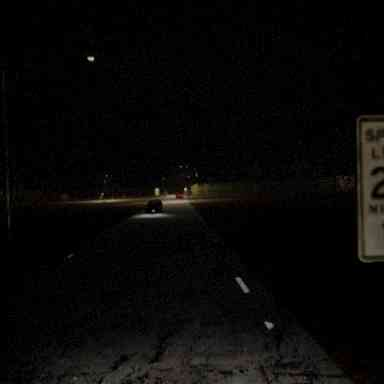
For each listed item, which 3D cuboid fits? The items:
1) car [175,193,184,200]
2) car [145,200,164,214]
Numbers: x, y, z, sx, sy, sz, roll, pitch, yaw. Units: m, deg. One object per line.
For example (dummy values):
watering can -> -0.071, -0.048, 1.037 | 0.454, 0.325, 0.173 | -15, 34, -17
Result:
car -> -3.011, 1.062, 79.846 | 1.882, 1.535, 5.008 | -2, 0, -2
car -> -4.091, 1.579, 37.019 | 2.033, 1.411, 5.357 | -2, 0, -2
